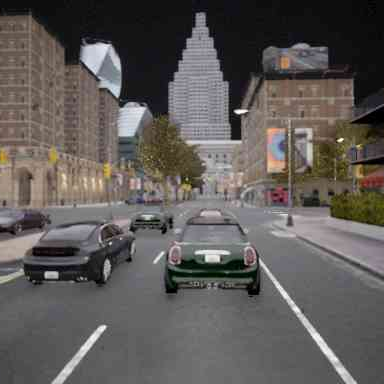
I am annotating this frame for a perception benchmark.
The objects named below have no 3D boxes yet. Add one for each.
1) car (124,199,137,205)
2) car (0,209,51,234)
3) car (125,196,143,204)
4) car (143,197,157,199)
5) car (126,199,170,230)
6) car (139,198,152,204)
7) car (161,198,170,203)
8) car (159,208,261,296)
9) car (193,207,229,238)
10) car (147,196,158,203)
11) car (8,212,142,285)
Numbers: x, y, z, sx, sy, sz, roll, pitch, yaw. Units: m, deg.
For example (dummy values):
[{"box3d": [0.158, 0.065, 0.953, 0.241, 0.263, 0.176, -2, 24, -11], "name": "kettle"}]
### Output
[{"box3d": [-14.200, 2.187, 77.096, 1.895, 1.301, 4.718, 0, 0, 3], "name": "car"}, {"box3d": [-10.496, 1.762, 20.225, 2.033, 1.411, 5.357, 0, 0, 3], "name": "car"}, {"box3d": [-11.433, 1.745, 68.024, 2.150, 2.045, 5.566, 0, 0, 3], "name": "car"}, {"box3d": [-7.965, 1.999, 67.369, 1.882, 1.535, 5.008, 0, 0, 3], "name": "car"}, {"box3d": [-2.359, 1.512, 20.664, 2.097, 1.767, 4.553, 0, -1, 3], "name": "car"}, {"box3d": [-10.891, 2.143, 78.124, 2.033, 1.411, 5.357, 0, 0, 3], "name": "car"}, {"box3d": [-6.912, 2.229, 86.936, 1.994, 1.385, 4.181, 0, 0, 3], "name": "car"}, {"box3d": [0.536, 1.424, 9.059, 2.097, 1.767, 4.553, 0, -1, 3], "name": "car"}, {"box3d": [1.099, 1.681, 19.462, 1.812, 1.442, 4.674, 0, 0, 3], "name": "car"}, {"box3d": [-10.354, 2.037, 88.103, 2.097, 1.767, 4.553, 0, 0, 3], "name": "car"}, {"box3d": [-2.952, 1.581, 9.716, 1.837, 1.490, 4.892, 0, 0, 3], "name": "car"}]
